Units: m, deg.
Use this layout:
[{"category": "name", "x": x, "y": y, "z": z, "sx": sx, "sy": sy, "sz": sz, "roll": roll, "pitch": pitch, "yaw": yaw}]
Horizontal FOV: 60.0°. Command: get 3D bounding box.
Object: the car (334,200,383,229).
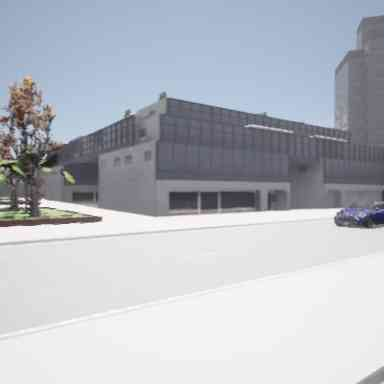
[{"category": "car", "x": 11.378, "y": 1.364, "z": 21.862, "sx": 4.553, "sy": 1.767, "sz": 2.097, "roll": 0, "pitch": 0, "yaw": -35}]
